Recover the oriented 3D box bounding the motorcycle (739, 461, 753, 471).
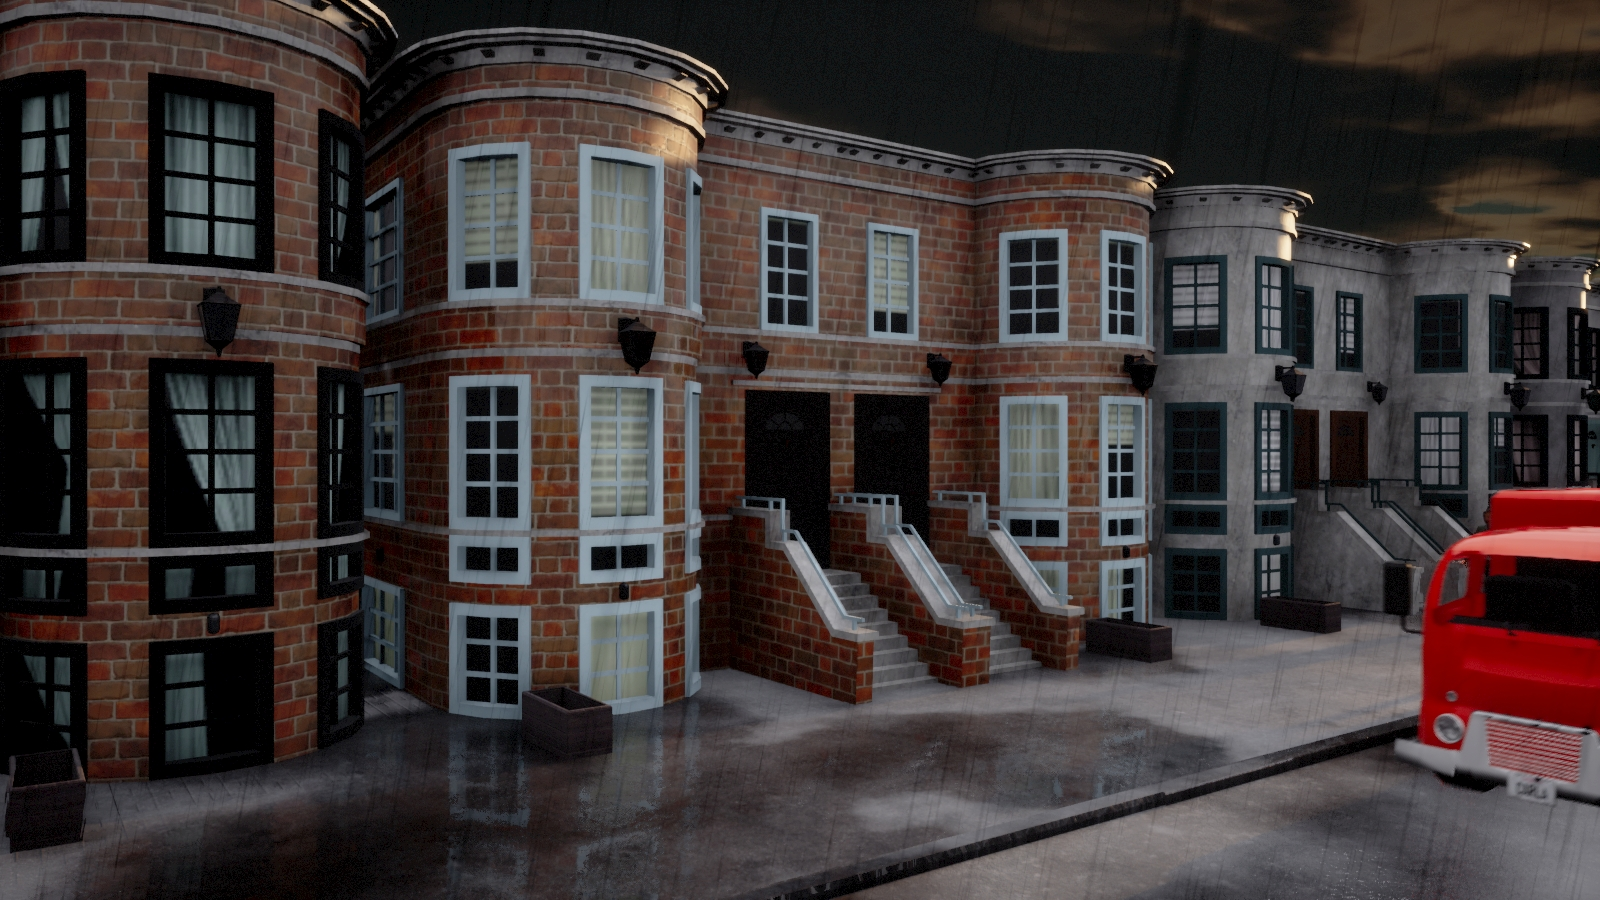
[{"bbox_3d":[-6.654,1.965,141.236,0.803,1.145,2.033,0,0,-34],"label":"motorcycle"}]

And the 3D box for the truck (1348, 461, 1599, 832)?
[{"bbox_3d":[7.245,1.346,9.569,5.204,2.467,2.627,0,0,-36],"label":"truck"}]
